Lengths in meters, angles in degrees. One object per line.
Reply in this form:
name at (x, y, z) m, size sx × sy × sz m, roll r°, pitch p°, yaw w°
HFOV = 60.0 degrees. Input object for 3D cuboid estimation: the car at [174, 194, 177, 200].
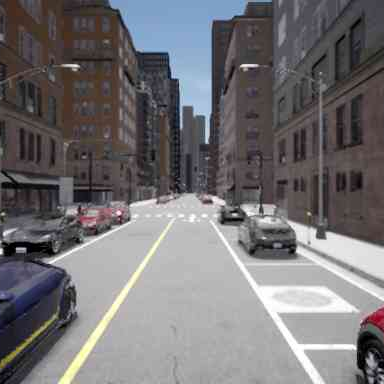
car at (-5.644, 1.562, 88.227) m, size 1.752 × 1.417 × 4.829 m, roll 0°, pitch 0°, yaw 0°

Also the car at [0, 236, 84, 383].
car at (-3.003, 1.561, 4.154) m, size 1.994 × 1.385 × 4.181 m, roll 0°, pitch 0°, yaw 0°

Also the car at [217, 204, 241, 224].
car at (2.841, 1.547, 24.257) m, size 1.947 × 1.339 × 4.313 m, roll 0°, pitch 0°, yaw 0°

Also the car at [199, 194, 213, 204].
car at (2.850, 1.429, 61.347) m, size 1.967 × 1.590 × 4.097 m, roll 0°, pitch 0°, yaw 0°

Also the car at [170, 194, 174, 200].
car at (-5.662, 1.555, 72.171) m, size 2.008 × 1.369 × 4.403 m, roll 0°, pitch 0°, yaw 0°

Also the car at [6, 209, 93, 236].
car at (-5.678, 1.557, 13.249) m, size 1.947 × 1.339 × 4.313 m, roll 0°, pitch 0°, yaw 0°

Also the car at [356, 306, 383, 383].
car at (2.855, 1.437, 2.251) m, size 1.967 × 1.590 × 4.097 m, roll 0°, pitch 0°, yaw 0°

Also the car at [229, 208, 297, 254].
car at (2.847, 1.539, 13.254) m, size 2.008 × 1.369 × 4.403 m, roll 0°, pitch 0°, yaw 0°

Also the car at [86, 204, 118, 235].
car at (-5.682, 1.570, 18.750) m, size 1.802 × 1.307 × 4.206 m, roll 0°, pitch 0°, yaw 0°

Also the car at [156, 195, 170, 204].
car at (-5.675, 1.574, 61.355) m, size 1.802 × 1.307 × 4.206 m, roll 0°, pitch 0°, yaw 0°

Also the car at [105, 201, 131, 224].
car at (-5.685, 1.424, 24.252) m, size 1.967 × 1.590 × 4.097 m, roll 0°, pitch 0°, yaw 0°
